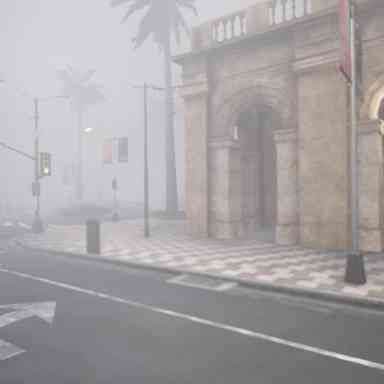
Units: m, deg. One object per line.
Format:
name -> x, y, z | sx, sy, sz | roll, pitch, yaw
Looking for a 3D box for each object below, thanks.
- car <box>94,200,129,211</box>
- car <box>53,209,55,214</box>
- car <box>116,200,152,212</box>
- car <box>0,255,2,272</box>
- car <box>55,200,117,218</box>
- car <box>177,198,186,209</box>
car -> -11.944, 1.951, 49.754 | 2.161, 1.482, 4.786 | -1, 0, 35
car -> -12.976, 1.868, 37.008 | 1.837, 1.490, 4.892 | -1, 0, 36
car -> -7.571, 1.964, 44.538 | 1.895, 1.301, 4.718 | -1, 0, 36
car -> -6.830, 1.646, 8.854 | 4.674, 1.442, 1.812 | -1, 0, 36
car -> -10.672, 1.869, 33.870 | 2.033, 1.411, 5.357 | -1, 0, 36
car -> -1.798, 1.716, 52.575 | 2.097, 1.767, 4.553 | -1, 0, 36
